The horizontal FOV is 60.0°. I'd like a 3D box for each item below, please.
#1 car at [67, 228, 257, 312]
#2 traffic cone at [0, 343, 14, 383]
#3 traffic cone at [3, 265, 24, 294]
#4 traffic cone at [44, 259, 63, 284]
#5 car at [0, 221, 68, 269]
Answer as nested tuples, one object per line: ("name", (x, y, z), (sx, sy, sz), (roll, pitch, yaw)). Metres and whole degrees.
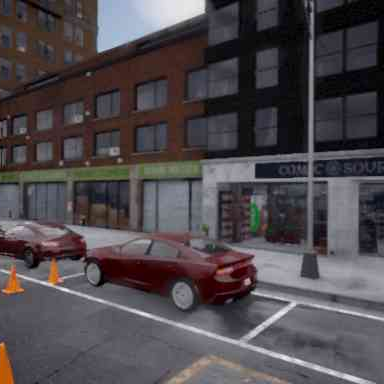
("car", (-0.717, 1.601, 7.797), (4.507, 1.381, 1.887), (0, 0, 37))
("traffic cone", (-2.089, 1.969, 3.664), (0.340, 0.580, 0.340), (0, -1, 37))
("traffic cone", (-4.104, 1.981, 7.657), (0.340, 0.580, 0.340), (0, -1, 37))
("traffic cone", (-3.508, 1.993, 8.459), (0.340, 0.580, 0.340), (0, -1, 37))
("car", (-5.258, 1.624, 11.176), (4.206, 1.307, 1.802), (0, 0, 37))
